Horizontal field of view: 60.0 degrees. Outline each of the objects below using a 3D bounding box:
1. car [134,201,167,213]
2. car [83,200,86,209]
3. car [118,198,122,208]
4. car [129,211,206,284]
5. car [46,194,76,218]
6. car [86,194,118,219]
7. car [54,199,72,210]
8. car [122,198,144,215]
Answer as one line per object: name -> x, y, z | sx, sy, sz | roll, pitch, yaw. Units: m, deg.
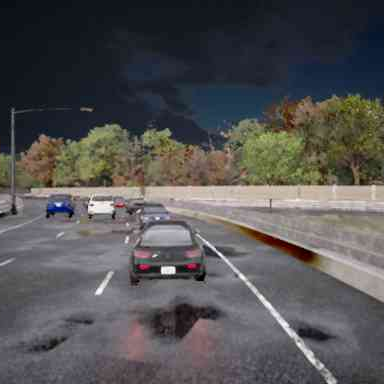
car -> -2.426, 1.520, 21.029 | 2.033, 1.411, 5.357 | 0, 0, -11
car -> -13.161, 1.499, 43.483 | 2.033, 1.411, 5.357 | 0, 0, -23
car -> -9.964, 1.509, 44.790 | 1.994, 1.385, 4.181 | 0, 0, -23
car -> -0.703, 1.513, 9.457 | 1.812, 1.442, 4.674 | 0, 0, -5
car -> -11.782, 1.187, 30.013 | 2.150, 2.045, 5.566 | 0, 0, -17
car -> -7.918, 1.189, 29.260 | 2.150, 2.045, 5.566 | 0, 0, -15
car -> -16.518, 1.554, 42.430 | 1.895, 1.301, 4.718 | 0, 0, -24
car -> -5.603, 1.464, 33.409 | 1.837, 1.490, 4.892 | 0, 0, -18
